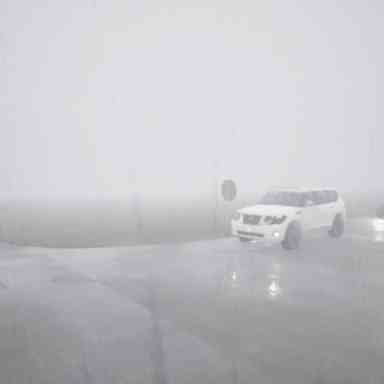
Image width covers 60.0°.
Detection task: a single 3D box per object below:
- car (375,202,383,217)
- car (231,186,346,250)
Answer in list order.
[{"bbox_3d":[12.936,0.848,20.346,4.181,1.385,1.994,-2,2,-39],"label":"car"},{"bbox_3d":[3.946,0.823,12.910,5.566,2.045,2.150,-2,3,-42],"label":"car"}]
